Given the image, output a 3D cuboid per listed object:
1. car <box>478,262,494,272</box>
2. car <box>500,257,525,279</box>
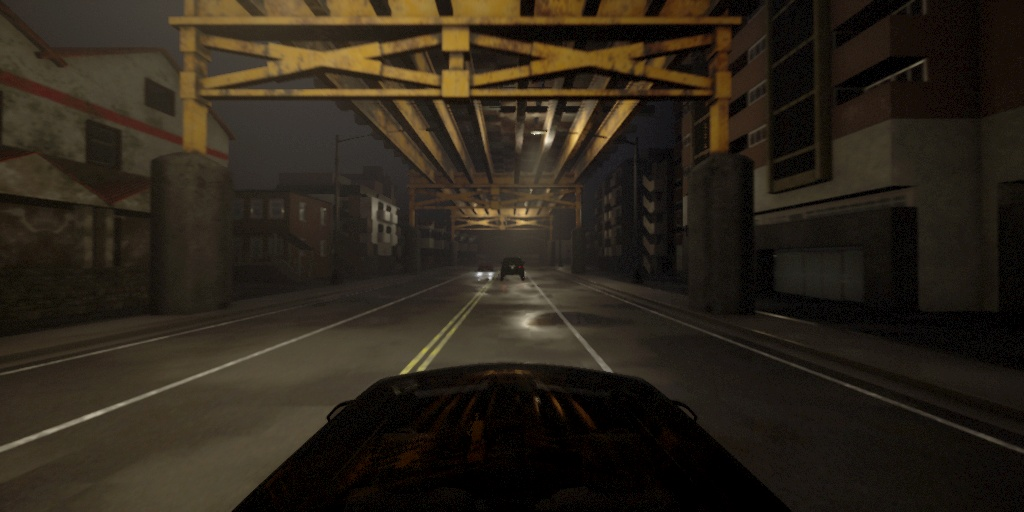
[{"bbox_3d":[-3.572,1.465,49.189,1.895,1.301,4.718,0,0,0],"label":"car"},{"bbox_3d":[0.054,1.100,34.005,2.150,2.045,5.566,0,0,0],"label":"car"}]
